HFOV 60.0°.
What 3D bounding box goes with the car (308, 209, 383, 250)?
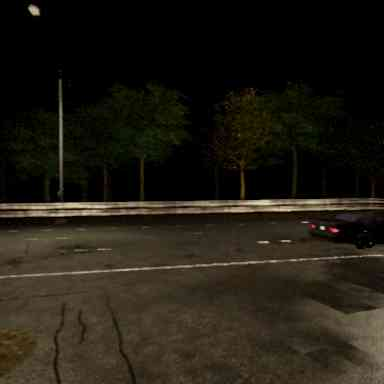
[{"bbox_3d":[7.386,1.391,13.182,5.357,1.411,2.033,0,0,-13],"label":"car"}]
